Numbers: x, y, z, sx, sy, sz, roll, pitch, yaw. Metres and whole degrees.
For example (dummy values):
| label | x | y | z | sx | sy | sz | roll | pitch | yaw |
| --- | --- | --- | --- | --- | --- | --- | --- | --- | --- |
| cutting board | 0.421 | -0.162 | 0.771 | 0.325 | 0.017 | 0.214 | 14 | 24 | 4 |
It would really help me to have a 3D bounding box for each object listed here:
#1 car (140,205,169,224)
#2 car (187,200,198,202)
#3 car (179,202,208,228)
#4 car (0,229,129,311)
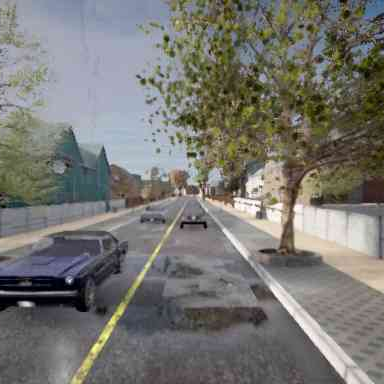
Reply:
| label | x | y | z | sx | sy | sz | roll | pitch | yaw |
| --- | --- | --- | --- | --- | --- | --- | --- | --- | --- |
| car | -2.850 | 1.688 | 25.920 | 1.895 | 1.301 | 4.718 | 0 | 0 | 0 |
| car | 0.100 | 1.674 | 38.601 | 2.033 | 1.411 | 5.357 | 0 | 0 | 0 |
| car | 0.101 | 1.626 | 22.836 | 2.033 | 1.411 | 5.357 | 0 | 0 | 0 |
| car | -2.847 | 1.629 | 7.923 | 1.895 | 1.301 | 4.718 | 0 | 0 | 0 |
